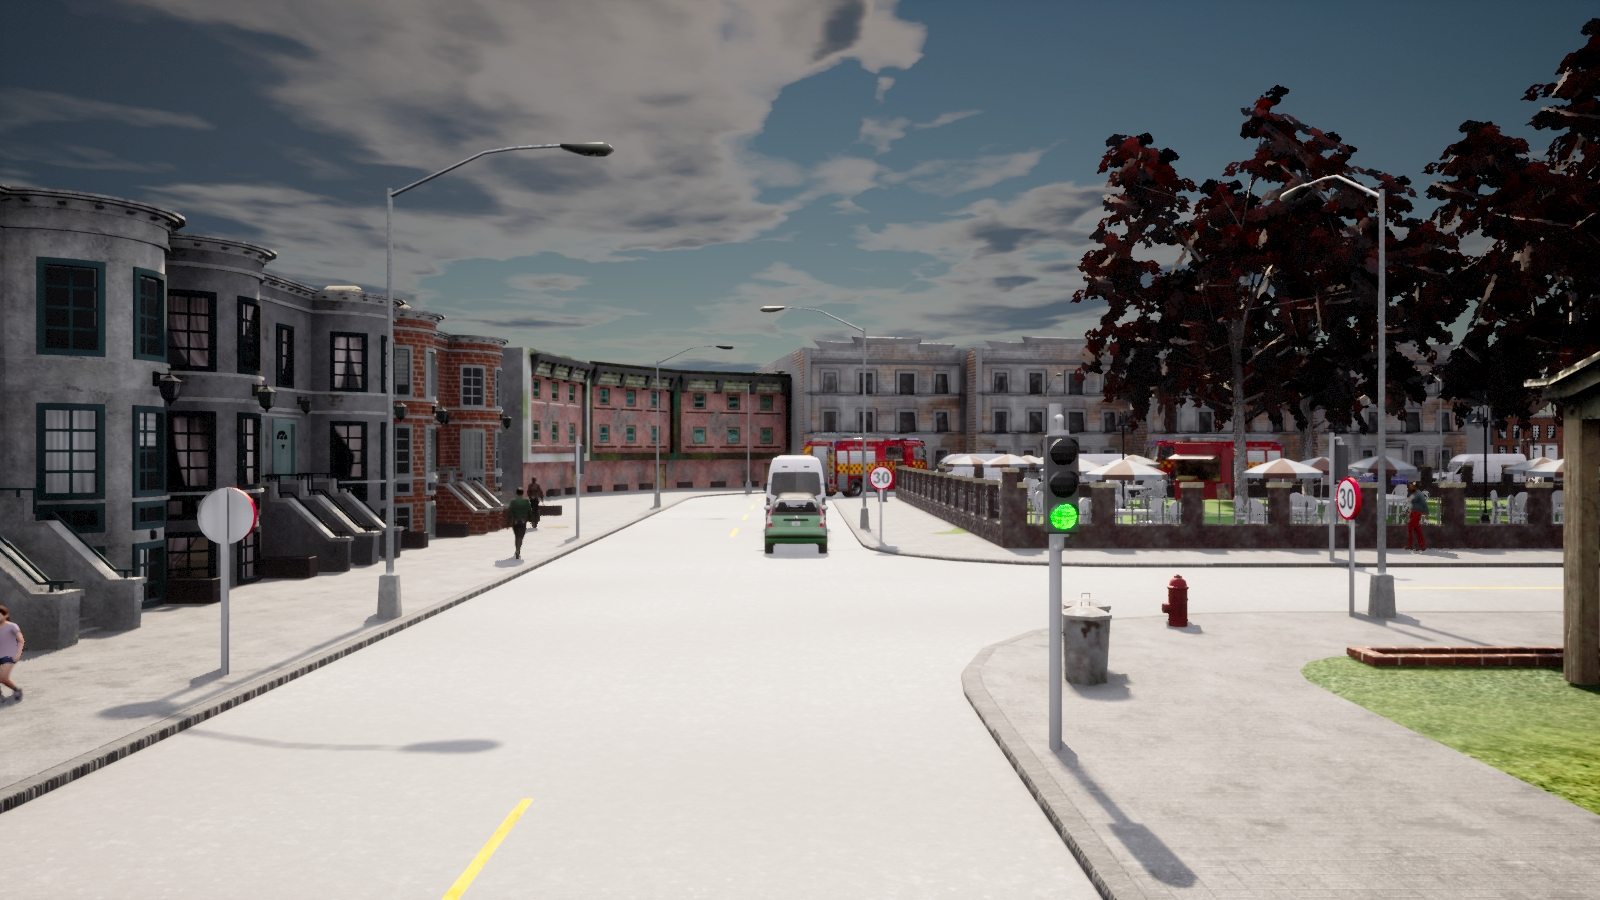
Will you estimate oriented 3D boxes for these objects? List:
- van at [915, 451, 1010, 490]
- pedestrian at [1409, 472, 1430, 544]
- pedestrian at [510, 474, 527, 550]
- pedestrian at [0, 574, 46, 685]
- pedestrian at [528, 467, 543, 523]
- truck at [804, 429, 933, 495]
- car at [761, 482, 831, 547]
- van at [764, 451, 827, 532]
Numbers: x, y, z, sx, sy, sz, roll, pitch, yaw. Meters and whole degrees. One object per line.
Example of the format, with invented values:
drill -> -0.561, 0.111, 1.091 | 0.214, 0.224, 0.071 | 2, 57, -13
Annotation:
van -> 10.550, 1.314, 74.428 | 5.915, 2.561, 1.988 | 0, 0, 0
pedestrian -> 16.252, 1.517, 29.976 | 0.375, 1.860, 0.375 | 0, 0, 1
pedestrian -> -6.942, 1.524, 28.152 | 0.375, 1.860, 0.375 | 0, 0, -8
pedestrian -> -8.448, 1.904, 12.179 | 0.500, 1.100, 0.500 | 0, 0, -2
pedestrian -> -8.996, 1.524, 38.832 | 0.375, 1.860, 0.375 | 0, 0, 7
truck -> 4.295, 0.672, 70.228 | 8.468, 3.827, 2.891 | 0, 0, -43
car -> -0.119, 1.779, 32.373 | 1.851, 1.617, 3.988 | 0, 0, 0
van -> -0.147, 1.315, 39.074 | 1.988, 2.561, 5.915 | 0, 0, 0
